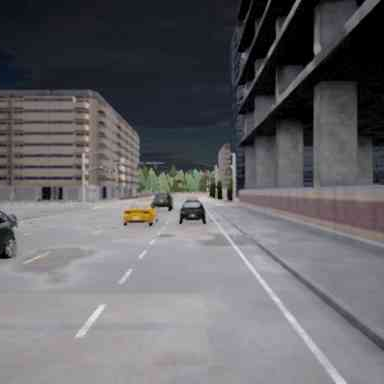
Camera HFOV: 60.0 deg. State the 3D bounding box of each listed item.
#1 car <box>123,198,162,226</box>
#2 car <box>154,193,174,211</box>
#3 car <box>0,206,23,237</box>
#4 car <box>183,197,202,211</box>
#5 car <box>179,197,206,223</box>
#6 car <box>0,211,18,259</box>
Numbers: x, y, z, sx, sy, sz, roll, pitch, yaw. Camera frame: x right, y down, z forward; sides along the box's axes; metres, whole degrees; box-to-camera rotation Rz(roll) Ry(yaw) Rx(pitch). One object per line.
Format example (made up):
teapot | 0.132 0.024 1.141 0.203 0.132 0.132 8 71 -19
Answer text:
car | -3.452 1.435 23.171 1.882 1.535 5.008 0 0 0
car | -3.429 1.147 40.271 2.150 2.045 5.566 0 0 0
car | -10.512 1.518 15.982 2.033 1.411 5.357 0 0 0
car | 0.074 1.416 41.302 2.128 1.511 4.902 0 0 0
car | 0.059 1.431 25.153 1.882 1.535 5.008 0 0 0
car | -7.036 1.334 9.412 2.097 1.767 4.553 0 0 1
